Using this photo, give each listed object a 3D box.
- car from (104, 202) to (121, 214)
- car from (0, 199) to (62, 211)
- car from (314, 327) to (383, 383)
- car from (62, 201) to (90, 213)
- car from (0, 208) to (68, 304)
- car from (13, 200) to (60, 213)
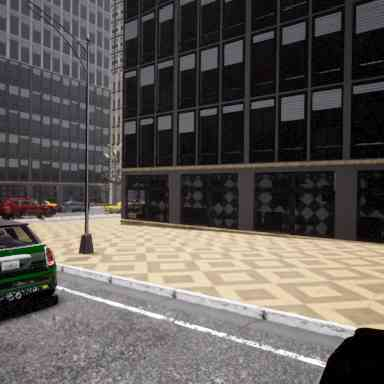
[{"bbox_3d":[-8.124,1.830,39.357,1.752,1.417,4.829,1,0,37],"label":"car"},{"bbox_3d":[-14.939,1.519,30.158,2.192,1.841,5.009,1,0,37],"label":"car"},{"bbox_3d":[2.986,1.601,1.549,4.718,1.301,1.895,0,0,36],"label":"car"},{"bbox_3d":[-14.539,1.749,40.409,1.994,1.385,4.181,1,0,37],"label":"car"},{"bbox_3d":[-5.011,1.348,7.268,4.553,1.767,2.097,0,0,36],"label":"car"},{"bbox_3d":[-18.419,1.643,39.540,1.752,1.417,4.829,1,0,37],"label":"car"}]
